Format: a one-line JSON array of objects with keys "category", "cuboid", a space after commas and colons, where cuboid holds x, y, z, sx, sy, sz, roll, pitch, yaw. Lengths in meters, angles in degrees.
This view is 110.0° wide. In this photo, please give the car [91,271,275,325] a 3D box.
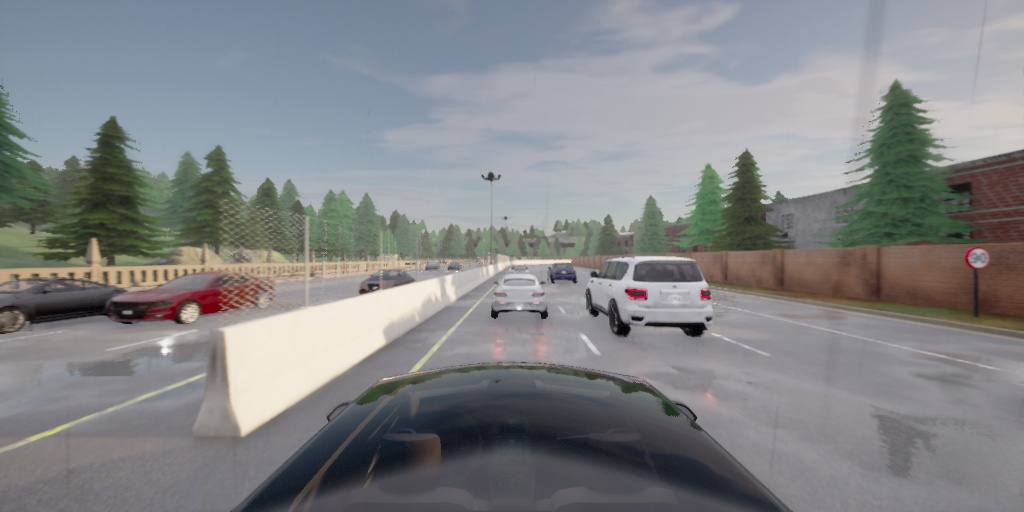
[{"category": "car", "cuboid": [-10.455, 1.291, 12.287, 1.882, 1.535, 5.008, 0, 0, 1]}]

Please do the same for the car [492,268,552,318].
[{"category": "car", "cuboid": [0.275, 1.363, 13.318, 1.812, 1.442, 4.674, 0, 0, 1]}]

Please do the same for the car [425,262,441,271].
[{"category": "car", "cuboid": [-12.801, 1.684, 58.575, 1.812, 1.442, 4.674, 0, -1, 1]}]

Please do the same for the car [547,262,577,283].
[{"category": "car", "cuboid": [4.161, 1.324, 30.500, 2.097, 1.767, 4.553, 0, -1, 1]}]

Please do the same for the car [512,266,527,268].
[{"category": "car", "cuboid": [0.781, 1.608, 35.783, 1.895, 1.301, 4.718, 0, 0, 1]}]

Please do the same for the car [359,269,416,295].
[{"category": "car", "cuboid": [-6.783, 1.440, 19.918, 1.994, 1.385, 4.181, 0, 0, 1]}]

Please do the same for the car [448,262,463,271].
[{"category": "car", "cuboid": [-9.288, 1.686, 58.946, 1.837, 1.490, 4.892, 0, -1, 1]}]

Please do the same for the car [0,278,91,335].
[{"category": "car", "cuboid": [-13.987, 1.359, 10.559, 1.994, 1.385, 4.181, 0, 0, 1]}]

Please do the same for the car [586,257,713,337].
[{"category": "car", "cuboid": [3.714, 1.046, 10.733, 2.150, 2.045, 5.566, 0, 0, 1]}]
